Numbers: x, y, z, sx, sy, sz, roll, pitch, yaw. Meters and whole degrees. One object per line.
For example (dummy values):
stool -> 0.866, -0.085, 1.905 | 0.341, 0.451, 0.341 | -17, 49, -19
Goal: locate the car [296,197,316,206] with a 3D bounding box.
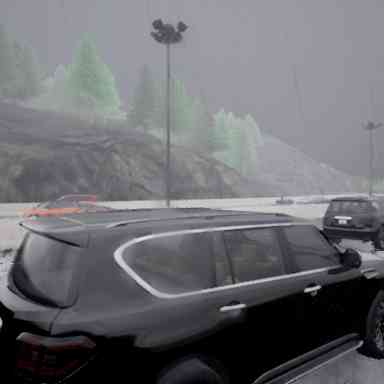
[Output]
car -> 19.863, 1.602, 57.842 | 1.812, 1.442, 4.674 | 0, 0, 38

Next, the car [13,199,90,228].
car -> -9.690, 1.402, 23.128 | 4.553, 1.767, 2.097 | 0, 0, -38

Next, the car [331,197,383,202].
car -> 7.866, 1.238, 14.546 | 5.566, 2.045, 2.150 | 0, 0, -40

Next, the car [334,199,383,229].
car -> 11.788, 1.378, 22.751 | 4.553, 1.767, 2.097 | 0, 0, -43

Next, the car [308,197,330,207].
car -> 20.097, 1.545, 52.512 | 1.882, 1.535, 5.008 | 0, 0, 39

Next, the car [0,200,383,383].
car -> 0.566, 1.229, 4.276 | 5.566, 2.045, 2.150 | 0, 0, -37

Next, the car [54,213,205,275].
car -> -1.940, 1.547, 11.163 | 4.674, 1.442, 1.812 | 0, 0, -37

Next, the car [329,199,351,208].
car -> 22.011, 1.660, 49.295 | 1.895, 1.301, 4.718 | 0, 0, 39
